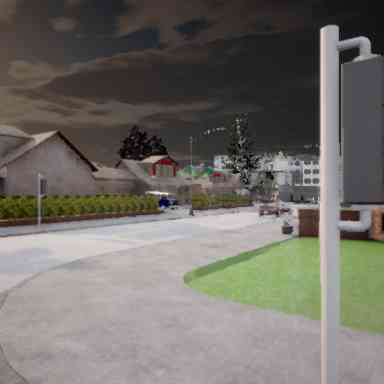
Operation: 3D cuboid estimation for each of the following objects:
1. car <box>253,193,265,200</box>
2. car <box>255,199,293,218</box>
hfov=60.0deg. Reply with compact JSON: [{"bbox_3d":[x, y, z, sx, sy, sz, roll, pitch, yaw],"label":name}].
[{"bbox_3d":[14.901,1.053,74.539,3.866,1.878,1.905,0,0,-19],"label":"car"},{"bbox_3d":[7.584,1.550,30.129,1.812,1.442,4.674,0,0,36],"label":"car"}]
